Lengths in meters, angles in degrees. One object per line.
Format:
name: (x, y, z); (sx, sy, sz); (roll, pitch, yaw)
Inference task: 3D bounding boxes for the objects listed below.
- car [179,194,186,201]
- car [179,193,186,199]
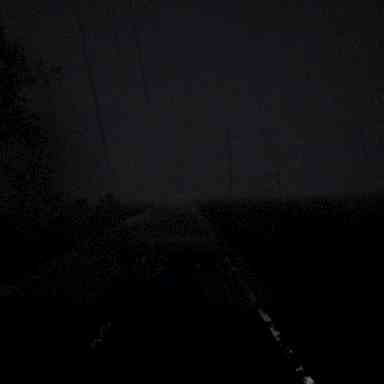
car: (-2.372, 1.322, 83.601); (1.882, 1.535, 5.008); (-2, 0, -2)
car: (-2.679, 1.191, 94.019); (1.882, 1.535, 5.008); (-2, 0, -2)
